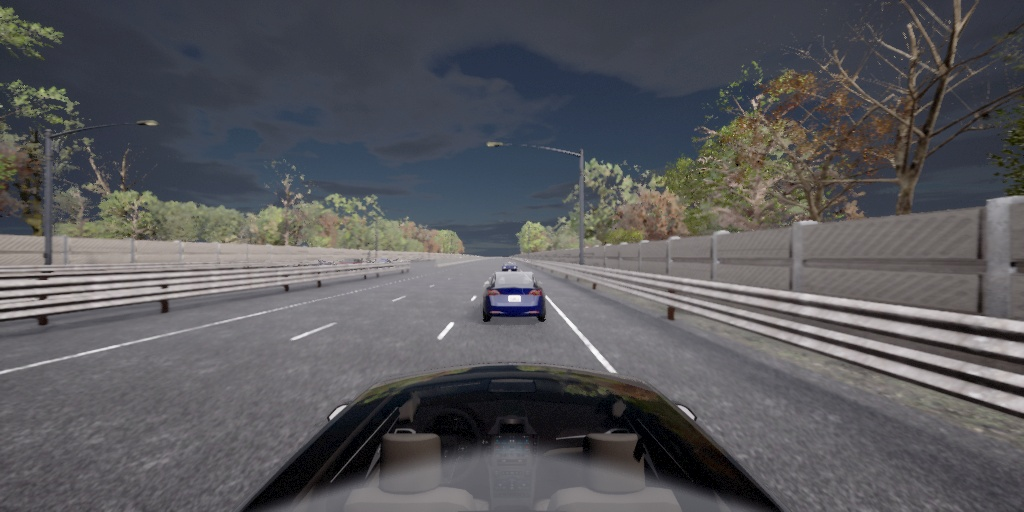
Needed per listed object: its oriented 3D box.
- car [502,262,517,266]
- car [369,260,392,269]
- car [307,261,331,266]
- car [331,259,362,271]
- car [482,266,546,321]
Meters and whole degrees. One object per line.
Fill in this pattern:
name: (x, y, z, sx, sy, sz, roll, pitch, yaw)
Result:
car: (-0.305, 1.374, 43.496, 1.895, 1.301, 4.718, 0, 0, -1)
car: (-18.074, 1.254, 49.541, 1.882, 1.535, 5.008, 0, 0, -1)
car: (-25.036, 1.375, 47.429, 1.895, 1.301, 4.718, 0, 0, -1)
car: (-21.545, 1.128, 47.598, 2.097, 1.767, 4.553, 0, 0, -1)
car: (0.060, 1.259, 12.555, 2.163, 1.488, 4.792, 0, 0, 0)
